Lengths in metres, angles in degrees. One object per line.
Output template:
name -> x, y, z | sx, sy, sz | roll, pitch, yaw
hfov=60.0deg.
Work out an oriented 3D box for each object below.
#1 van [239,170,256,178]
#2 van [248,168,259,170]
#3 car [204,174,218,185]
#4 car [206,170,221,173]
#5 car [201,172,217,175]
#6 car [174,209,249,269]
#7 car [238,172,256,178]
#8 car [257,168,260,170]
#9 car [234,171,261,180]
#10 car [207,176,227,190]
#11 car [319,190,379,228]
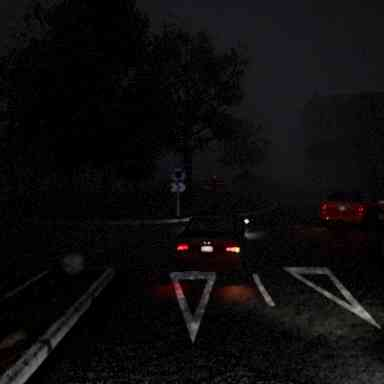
van -> 14.794, -4.860, 88.475 | 4.442, 1.987, 1.878 | 1, 5, 11
van -> 12.777, -3.930, 77.904 | 4.442, 1.987, 1.878 | 1, 5, 9
car -> 3.185, -1.960, 58.422 | 1.994, 1.385, 4.181 | 0, 5, 2
car -> 4.981, -3.675, 77.797 | 1.882, 1.535, 5.008 | 1, 5, 9
car -> 3.607, -2.797, 68.289 | 2.033, 1.411, 5.357 | 1, 5, 8
car -> 0.767, 1.264, 10.458 | 2.033, 1.411, 5.357 | 0, 3, 9
car -> 14.190, -4.359, 85.862 | 4.674, 1.452, 2.002 | 1, 5, 11
car -> 13.340, -4.186, 80.582 | 5.566, 2.045, 2.435 | 1, 5, 9
car -> 12.034, -3.238, 72.481 | 4.892, 1.521, 2.231 | 1, 5, 9
car -> 3.757, -1.192, 48.058 | 1.837, 1.490, 4.892 | 0, 4, -5
car -> 8.142, 0.664, 16.991 | 2.097, 1.767, 4.553 | 3, 4, 36
